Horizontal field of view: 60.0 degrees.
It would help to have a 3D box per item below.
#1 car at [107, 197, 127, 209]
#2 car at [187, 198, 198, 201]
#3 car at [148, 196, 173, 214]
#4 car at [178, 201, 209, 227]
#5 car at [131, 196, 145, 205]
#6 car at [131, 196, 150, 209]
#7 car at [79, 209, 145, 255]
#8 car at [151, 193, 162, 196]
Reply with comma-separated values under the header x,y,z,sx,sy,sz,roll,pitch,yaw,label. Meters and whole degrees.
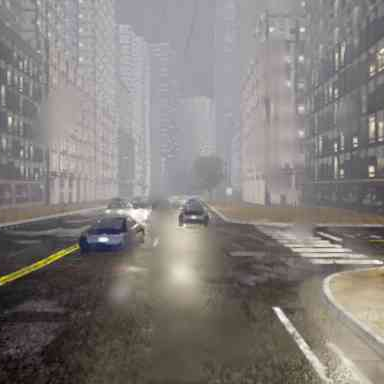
x,y,z,sx,sy,sz,roll,pitch,yaw,label
-9.819,1.503,43.868,1.837,1.490,4.892,0,0,0,car
0.098,1.524,42.610,1.812,1.442,4.674,0,0,0,car
-3.150,1.477,35.477,1.882,1.535,5.008,0,0,0,car
0.110,1.530,22.781,1.994,1.385,4.181,0,0,0,car
-9.763,1.524,60.433,1.812,1.442,4.674,0,0,0,car
-6.567,1.599,43.930,1.895,1.301,4.718,0,0,0,car
-3.140,1.639,13.815,1.994,1.385,4.181,0,1,0,car
-6.515,1.219,60.160,2.150,2.045,5.566,0,0,0,car
